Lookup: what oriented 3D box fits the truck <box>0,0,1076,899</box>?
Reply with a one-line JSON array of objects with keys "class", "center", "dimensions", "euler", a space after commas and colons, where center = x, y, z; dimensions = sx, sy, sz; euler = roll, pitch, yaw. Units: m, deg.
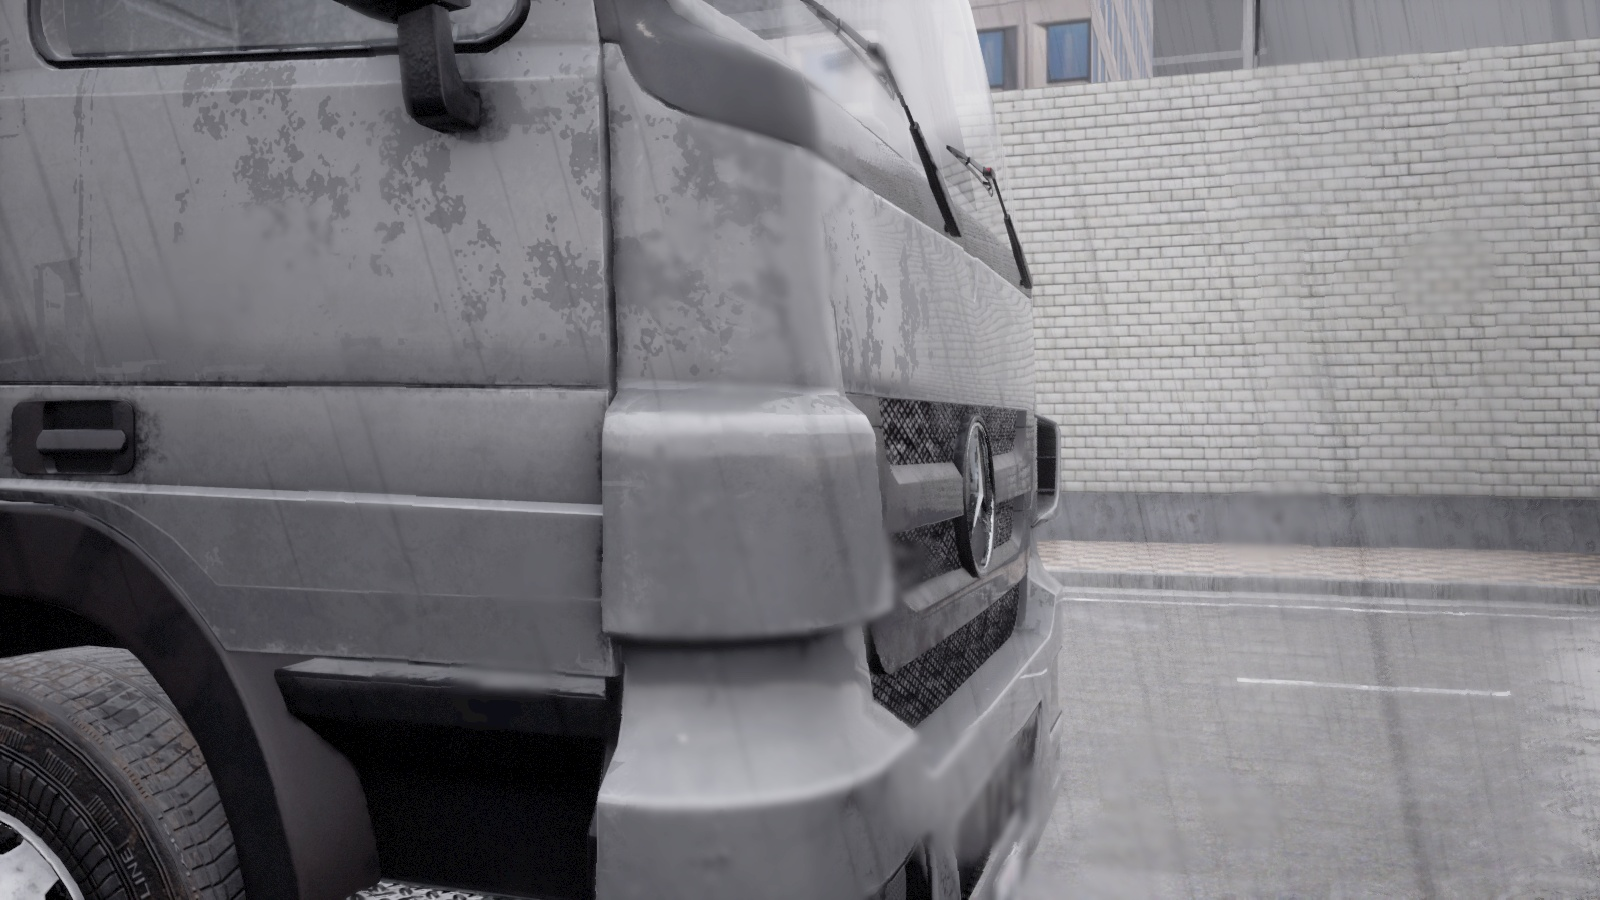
[{"class": "truck", "center": [-3.267, -0.236, 4.278], "dimensions": [7.936, 3.462, 2.891], "euler": [1, 1, 19]}]

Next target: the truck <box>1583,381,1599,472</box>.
[{"class": "truck", "center": [37.339, -1.019, 54.725], "dimensions": [8.468, 3.827, 2.891], "euler": [-1, 1, -40]}]
